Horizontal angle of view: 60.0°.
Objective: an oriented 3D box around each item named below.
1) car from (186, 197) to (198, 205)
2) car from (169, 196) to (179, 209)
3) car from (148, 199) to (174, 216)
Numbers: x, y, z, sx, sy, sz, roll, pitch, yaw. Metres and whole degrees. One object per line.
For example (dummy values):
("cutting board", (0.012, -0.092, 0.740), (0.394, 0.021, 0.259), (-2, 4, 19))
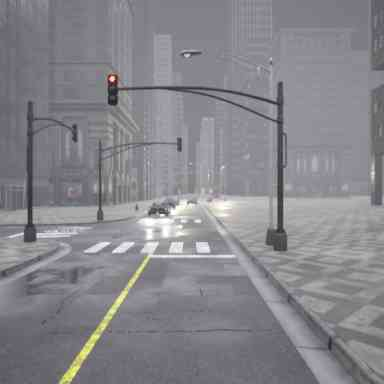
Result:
("car", (0.027, 1.541, 57.595), (2.033, 1.411, 5.357), (0, 0, 0))
("car", (-3.077, 1.590, 44.188), (1.895, 1.301, 4.718), (0, 0, 0))
("car", (-3.084, 1.591, 31.957), (1.895, 1.301, 4.718), (0, 0, 0))
